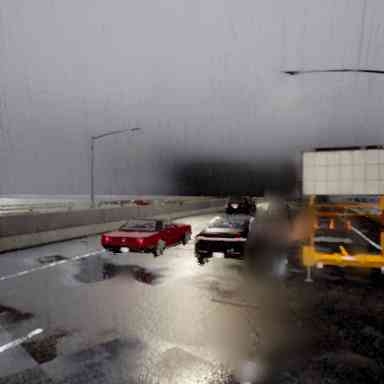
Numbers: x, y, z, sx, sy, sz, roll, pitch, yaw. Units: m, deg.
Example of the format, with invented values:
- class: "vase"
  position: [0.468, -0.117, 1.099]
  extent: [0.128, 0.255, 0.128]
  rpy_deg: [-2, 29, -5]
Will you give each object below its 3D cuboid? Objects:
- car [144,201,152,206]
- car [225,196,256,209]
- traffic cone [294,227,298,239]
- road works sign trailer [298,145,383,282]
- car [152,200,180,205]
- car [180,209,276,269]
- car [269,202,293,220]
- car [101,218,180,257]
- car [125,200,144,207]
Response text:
- class: "car"
  position: [-4.669, 1.870, 47.359]
  extent: [1.994, 1.385, 4.181]
  rpy_deg: [0, 0, 20]
- class: "car"
  position: [4.593, 1.401, 31.021]
  extent: [2.150, 2.045, 5.566]
  rpy_deg: [0, 0, 19]
- class: "traffic cone"
  position: [5.296, 2.045, 16.647]
  extent: [0.340, 0.580, 0.340]
  rpy_deg: [0, 0, 19]
- class: "road works sign trailer"
  position: [4.408, 0.513, 9.554]
  extent: [2.380, 3.560, 2.880]
  rpy_deg: [0, 0, 19]
- class: "car"
  position: [-2.826, 1.746, 42.116]
  extent: [1.882, 1.535, 5.008]
  rpy_deg: [0, 0, 20]
- class: "car"
  position: [1.534, 1.561, 11.611]
  extent: [2.128, 1.511, 4.902]
  rpy_deg: [0, 0, 19]
- class: "car"
  position: [7.971, 1.670, 30.070]
  extent: [1.837, 1.490, 4.892]
  rpy_deg: [0, 0, 19]
- class: "car"
  position: [-1.547, 1.689, 13.412]
  extent: [1.895, 1.301, 4.718]
  rpy_deg: [0, 0, 19]
- class: "car"
  position: [-8.019, 1.847, 48.417]
  extent: [1.812, 1.442, 4.674]
  rpy_deg: [0, 0, 20]
